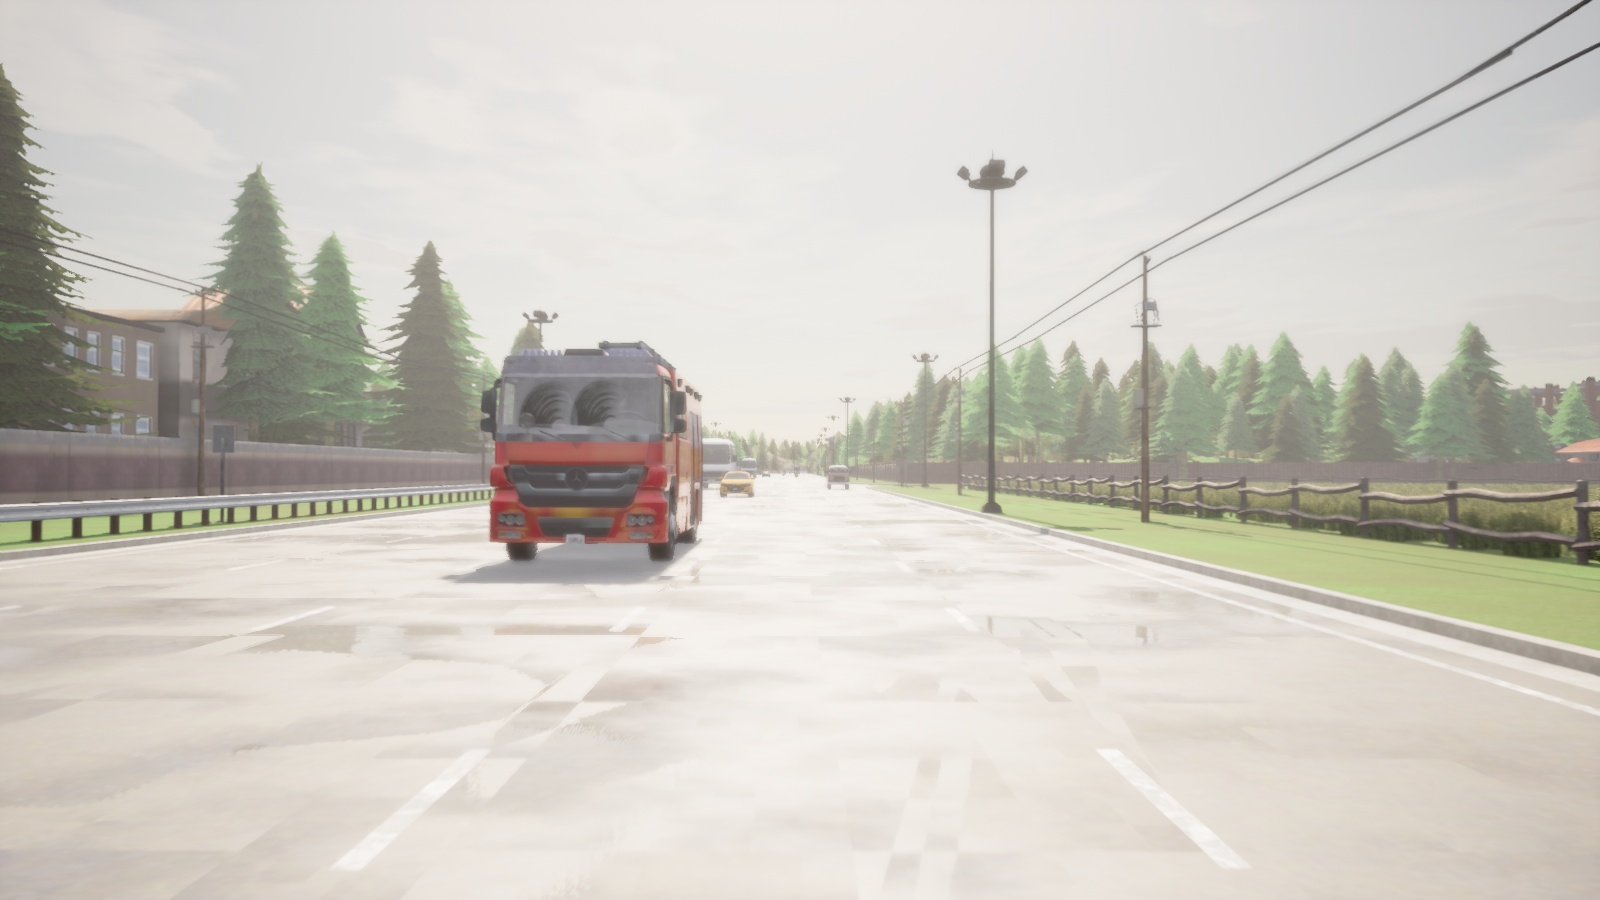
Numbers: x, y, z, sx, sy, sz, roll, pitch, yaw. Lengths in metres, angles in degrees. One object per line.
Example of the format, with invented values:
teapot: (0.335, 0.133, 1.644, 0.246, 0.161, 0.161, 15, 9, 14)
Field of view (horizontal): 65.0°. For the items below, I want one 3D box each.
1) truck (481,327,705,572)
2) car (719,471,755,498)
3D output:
truck: (-3.563, 0.059, 23.886, 2.891, 3.827, 8.468, 0, -1, 0)
car: (-3.681, 2.042, 74.458, 1.882, 1.535, 5.008, 0, -1, 0)
